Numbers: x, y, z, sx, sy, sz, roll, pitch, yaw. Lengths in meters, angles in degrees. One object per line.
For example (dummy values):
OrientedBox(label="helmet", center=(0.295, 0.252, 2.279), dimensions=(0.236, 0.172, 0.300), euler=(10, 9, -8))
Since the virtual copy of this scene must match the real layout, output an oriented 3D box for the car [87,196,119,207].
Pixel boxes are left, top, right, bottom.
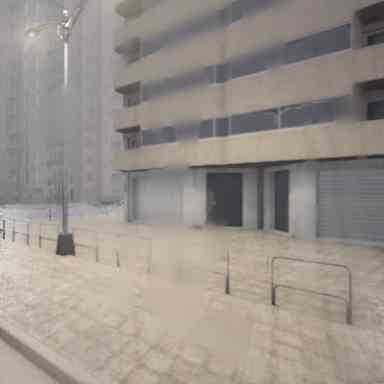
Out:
OrientedBox(label="car", center=(-13.090, 1.413, 49.205), dimensions=(1.837, 1.490, 4.892), euler=(0, 0, 41))
